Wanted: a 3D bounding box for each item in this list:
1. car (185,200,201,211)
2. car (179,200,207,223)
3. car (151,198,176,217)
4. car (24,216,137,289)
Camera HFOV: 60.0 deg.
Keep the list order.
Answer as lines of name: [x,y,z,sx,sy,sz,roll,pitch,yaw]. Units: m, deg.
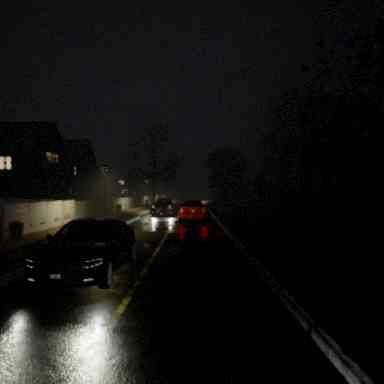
car: [0.140,1.690,42.754,1.895,1.301,4.718,0,0,0]
car: [0.087,1.406,26.404,2.097,1.767,4.553,0,0,1]
car: [-2.761,1.418,32.508,2.097,1.767,4.553,0,0,1]
car: [-2.831,1.497,9.442,1.882,1.535,5.008,0,0,0]
